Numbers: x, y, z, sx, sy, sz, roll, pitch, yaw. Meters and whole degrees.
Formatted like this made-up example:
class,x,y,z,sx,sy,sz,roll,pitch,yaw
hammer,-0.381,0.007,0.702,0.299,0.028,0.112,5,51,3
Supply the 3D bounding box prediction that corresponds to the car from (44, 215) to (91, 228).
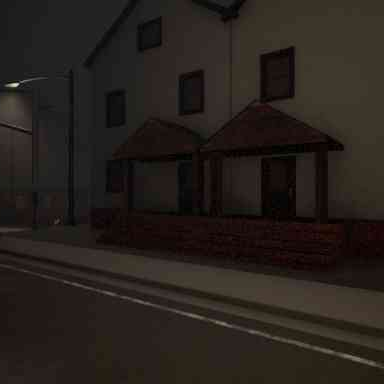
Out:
class,x,y,z,sx,sy,sz,roll,pitch,yaw
car,-12.405,3.087,33.620,2.097,1.767,4.553,0,-8,36
